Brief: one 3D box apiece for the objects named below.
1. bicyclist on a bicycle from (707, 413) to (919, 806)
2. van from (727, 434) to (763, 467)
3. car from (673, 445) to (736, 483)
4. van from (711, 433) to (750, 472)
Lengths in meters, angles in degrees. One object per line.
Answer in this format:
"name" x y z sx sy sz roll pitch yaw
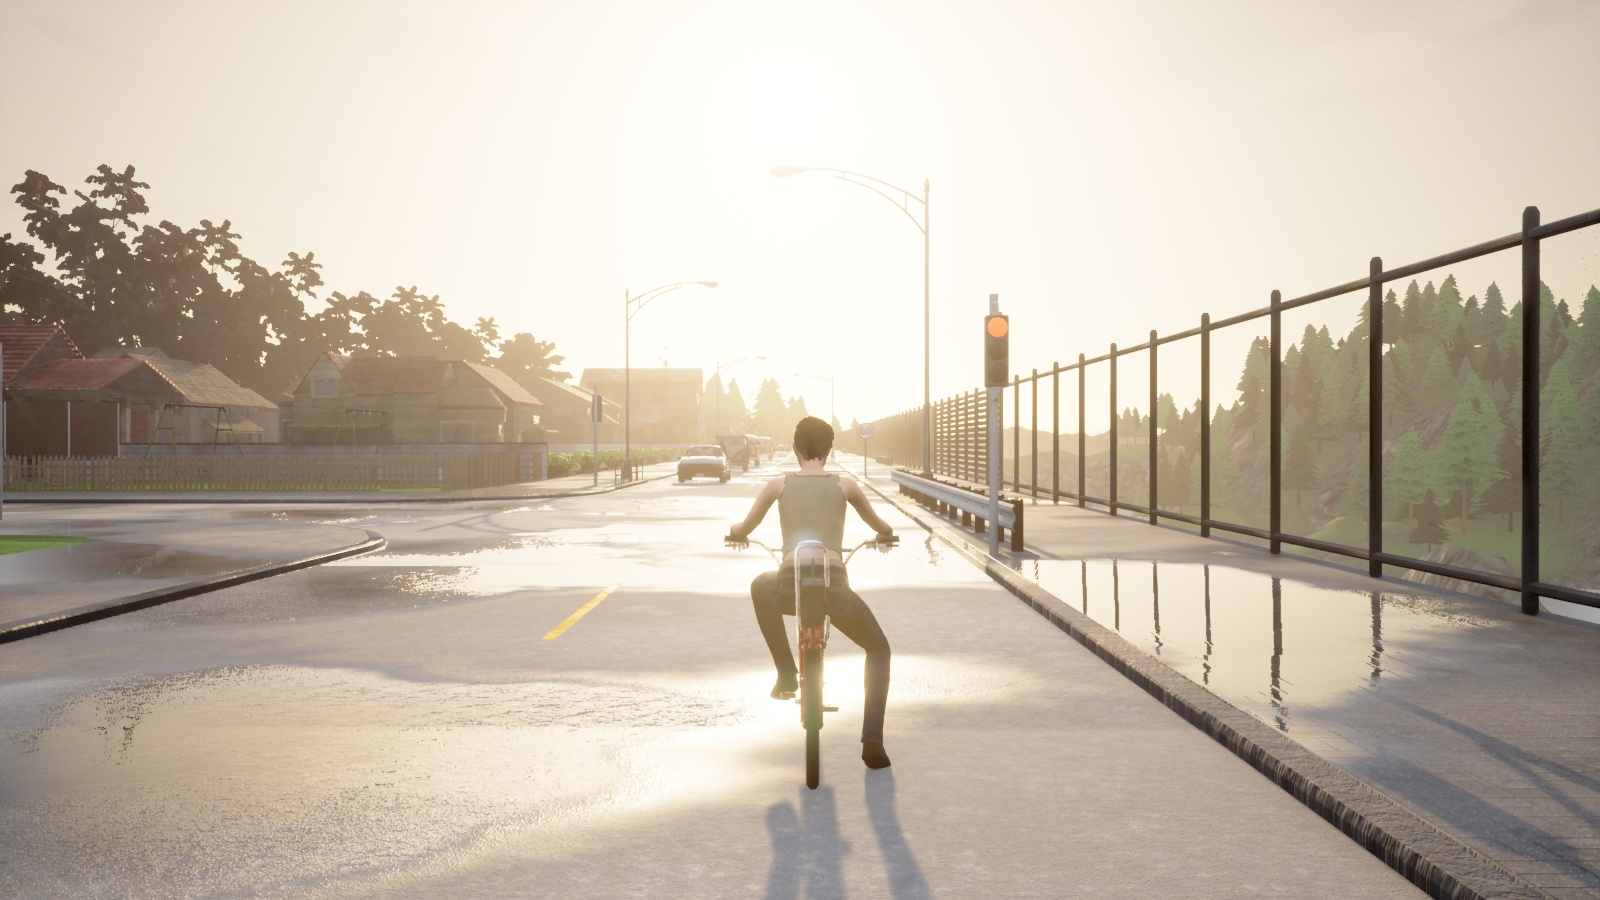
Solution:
"bicyclist on a bicycle" 0.056 0.650 5.898 0.866 1.612 1.509 0 0 0
"van" -3.508 0.014 80.197 2.069 2.038 4.480 0 0 0
"car" -3.690 0.513 49.200 2.033 1.411 5.357 0 0 0
"van" -3.591 0.123 65.823 1.775 1.987 4.442 0 0 0
